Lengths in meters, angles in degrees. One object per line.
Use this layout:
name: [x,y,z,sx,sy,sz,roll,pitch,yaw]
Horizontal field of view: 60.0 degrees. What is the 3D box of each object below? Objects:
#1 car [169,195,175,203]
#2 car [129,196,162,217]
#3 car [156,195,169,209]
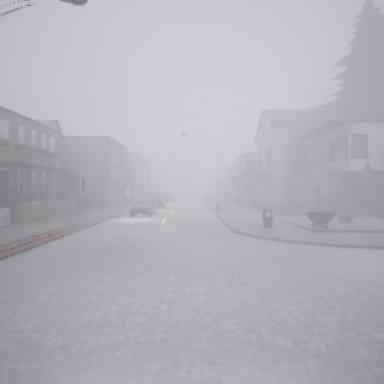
car: [-3.995,1.141,57.506,1.895,1.301,4.718,0,0,0]
car: [-4.082,1.318,28.597,2.033,1.411,5.357,0,0,0]
car: [-4.083,1.192,38.963,1.837,1.490,4.892,0,1,0]
